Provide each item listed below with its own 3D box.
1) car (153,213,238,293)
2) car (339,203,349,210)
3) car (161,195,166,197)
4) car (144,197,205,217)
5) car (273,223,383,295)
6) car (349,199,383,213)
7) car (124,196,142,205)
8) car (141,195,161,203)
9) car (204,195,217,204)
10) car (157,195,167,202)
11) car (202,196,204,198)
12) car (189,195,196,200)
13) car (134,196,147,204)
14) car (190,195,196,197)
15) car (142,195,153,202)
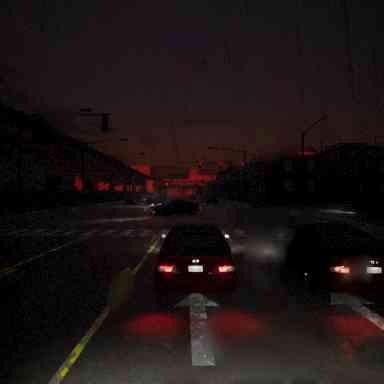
[{"bbox_3d":[0.090,1.547,9.000,2.033,1.411,5.357,0,0,0],"label":"car"},{"bbox_3d":[20.631,1.547,39.918,5.357,1.411,2.033,0,0,0],"label":"car"},{"bbox_3d":[-6.867,1.601,66.379,1.895,1.301,4.718,0,0,1],"label":"car"},{"bbox_3d":[-1.557,1.491,30.438,4.902,1.511,2.128,0,0,-44],"label":"car"},{"bbox_3d":[3.581,1.547,8.892,2.033,1.411,5.357,0,0,2],"label":"car"},{"bbox_3d":[20.047,1.564,36.415,4.181,1.385,1.994,0,0,0],"label":"car"},{"bbox_3d":[-10.434,1.478,57.264,1.882,1.535,5.008,0,0,0],"label":"car"},{"bbox_3d":[-6.935,1.601,57.052,1.895,1.301,4.718,0,0,0],"label":"car"},{"bbox_3d":[3.755,1.564,63.355,1.994,1.385,4.181,0,0,0],"label":"car"},{"bbox_3d":[-6.817,1.478,76.817,1.882,1.535,5.008,0,0,0],"label":"car"},{"bbox_3d":[3.711,1.524,88.515,1.812,1.442,4.674,0,0,0],"label":"car"},{"bbox_3d":[0.223,1.500,93.793,1.837,1.490,4.892,0,0,0],"label":"car"},{"bbox_3d":[-10.360,1.505,66.724,1.837,1.490,4.892,0,0,1],"label":"car"},{"bbox_3d":[0.198,1.540,83.284,2.033,1.411,5.357,0,0,0],"label":"car"},{"bbox_3d":[-10.317,1.478,76.858,1.882,1.535,5.008,0,0,0],"label":"car"}]
